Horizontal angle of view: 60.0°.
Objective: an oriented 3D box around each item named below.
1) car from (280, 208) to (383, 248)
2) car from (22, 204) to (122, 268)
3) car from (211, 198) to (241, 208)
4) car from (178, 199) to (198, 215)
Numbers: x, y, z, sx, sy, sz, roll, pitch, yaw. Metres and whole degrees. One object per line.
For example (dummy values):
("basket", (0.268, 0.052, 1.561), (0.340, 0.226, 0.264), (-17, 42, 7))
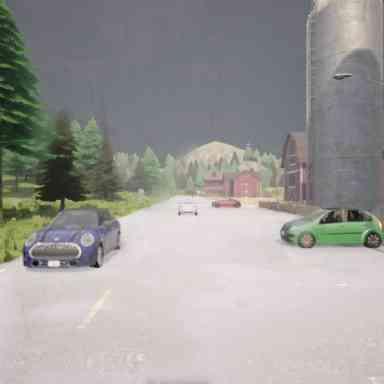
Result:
("car", (5.824, 1.483, 14.099), (3.988, 1.617, 1.851), (0, 0, -1))
("car", (-3.772, 1.352, 11.257), (2.097, 1.767, 4.553), (0, 0, -1))
("car", (4.833, 1.550, 47.096), (4.181, 1.381, 1.994), (0, 0, -1))
("car", (-0.417, 1.525, 33.838), (1.812, 1.442, 4.674), (0, 0, -1))
